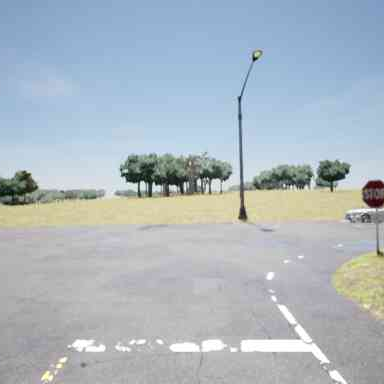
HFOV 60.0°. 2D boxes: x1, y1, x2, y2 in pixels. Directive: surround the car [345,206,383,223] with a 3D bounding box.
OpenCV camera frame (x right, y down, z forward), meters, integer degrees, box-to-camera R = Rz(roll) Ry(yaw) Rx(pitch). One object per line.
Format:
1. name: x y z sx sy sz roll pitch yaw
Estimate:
1. car: 12.604 1.342 22.029 4.674 1.442 1.812 -1 -2 -1
